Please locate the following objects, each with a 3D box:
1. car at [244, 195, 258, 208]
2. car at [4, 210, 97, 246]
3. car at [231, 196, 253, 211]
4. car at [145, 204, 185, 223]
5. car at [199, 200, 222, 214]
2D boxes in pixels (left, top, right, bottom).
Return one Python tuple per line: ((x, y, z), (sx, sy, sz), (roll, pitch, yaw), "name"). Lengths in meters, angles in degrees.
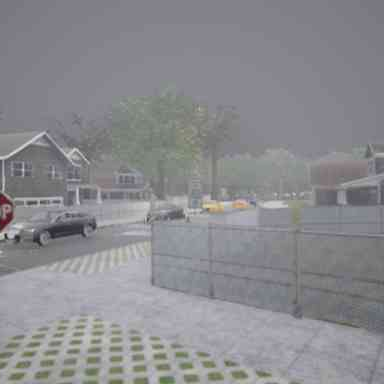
((9.368, 1.457, 53.901), (2.150, 2.045, 5.566), (0, 0, 15), "car")
((-6.833, 1.677, 16.619), (2.128, 1.511, 4.902), (-1, -1, 23), "car")
((6.461, 1.749, 43.941), (1.882, 1.535, 5.008), (0, 0, 17), "car")
((-2.164, 1.780, 28.060), (1.837, 1.490, 4.892), (0, -1, 21), "car")
((2.343, 1.782, 40.615), (1.882, 1.535, 5.008), (0, 0, 18), "car")
